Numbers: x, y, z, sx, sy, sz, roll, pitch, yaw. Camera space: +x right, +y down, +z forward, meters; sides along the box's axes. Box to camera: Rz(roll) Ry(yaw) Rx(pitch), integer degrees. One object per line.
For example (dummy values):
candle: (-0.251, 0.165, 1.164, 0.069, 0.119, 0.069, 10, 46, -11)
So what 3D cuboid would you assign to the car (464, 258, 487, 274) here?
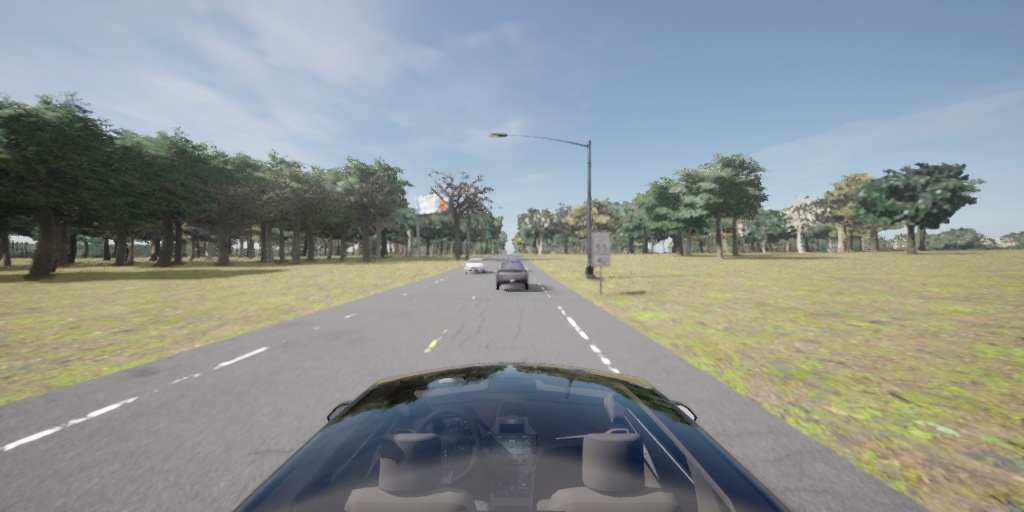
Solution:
car: (-3.502, 0.931, 34.975, 1.812, 1.442, 4.674, 0, 1, 0)

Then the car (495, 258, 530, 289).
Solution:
car: (0.030, 1.080, 21.314, 2.128, 1.511, 4.902, 0, 1, 1)
